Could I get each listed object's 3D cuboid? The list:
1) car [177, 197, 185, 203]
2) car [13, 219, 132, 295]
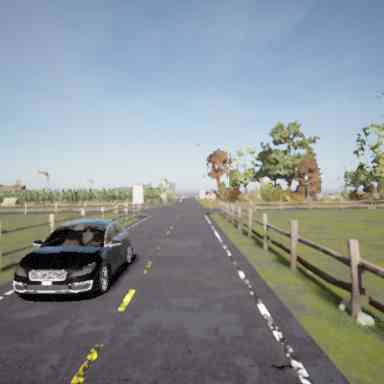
[{"bbox_3d":[-2.739,1.998,83.531,2.128,1.511,4.902,0,0,0],"label":"car"},{"bbox_3d":[-2.847,1.547,8.951,1.837,1.490,4.892,0,0,0],"label":"car"}]
